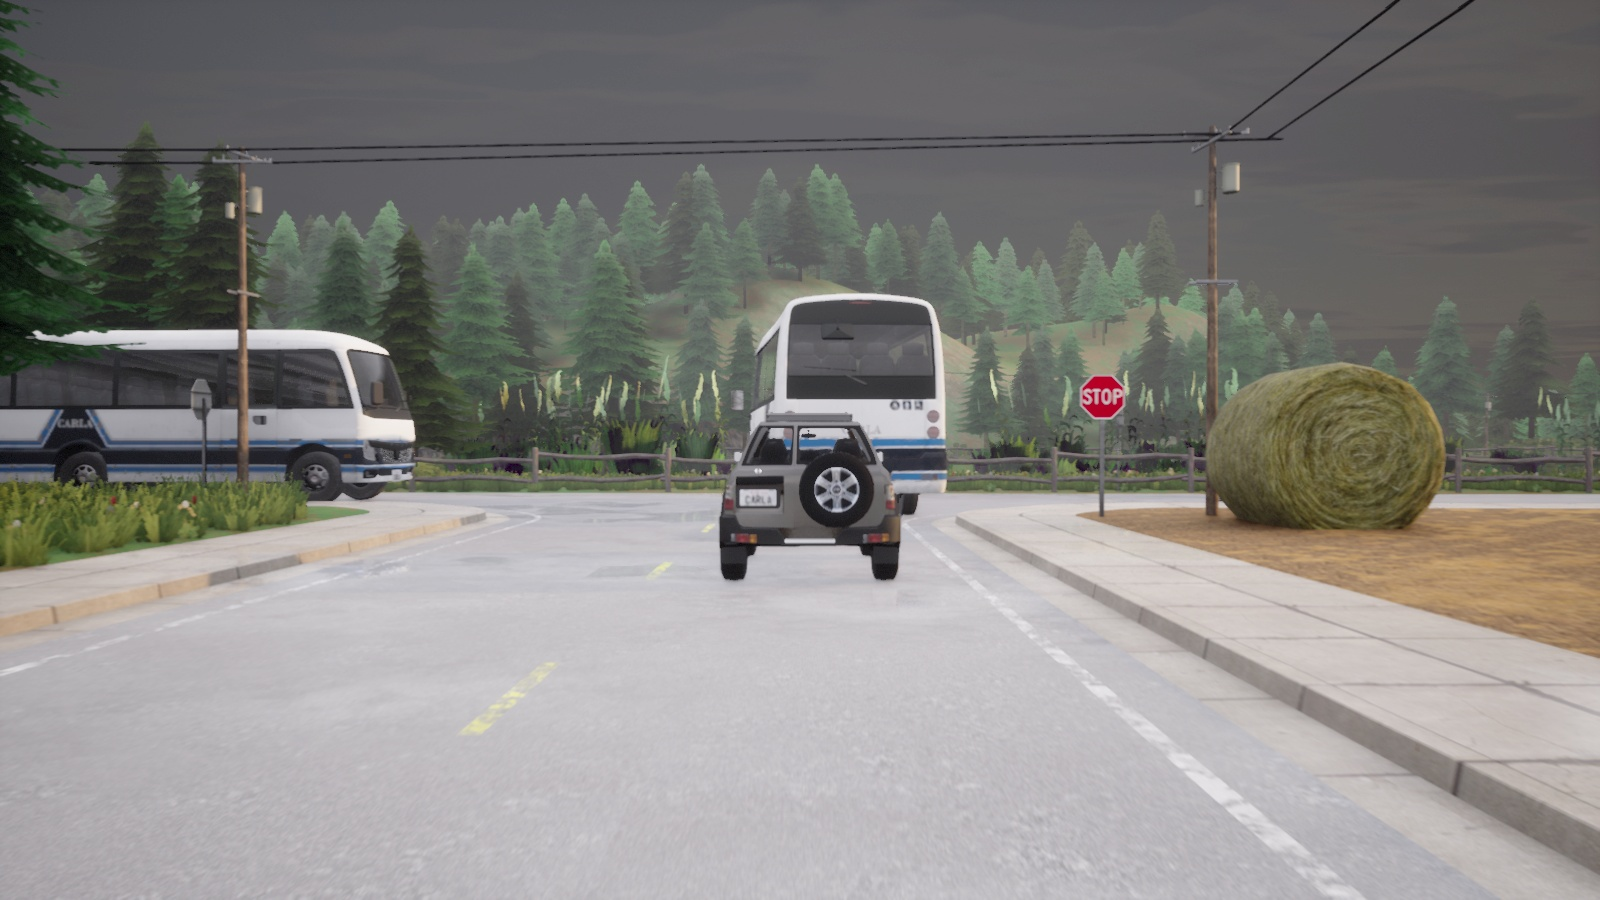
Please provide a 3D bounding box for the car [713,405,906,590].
[{"bbox_3d":[0.102,0.478,14.875,1.932,1.855,4.605,0,0,0],"label":"car"}]

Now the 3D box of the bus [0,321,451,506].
[{"bbox_3d":[-14.351,-0.852,31.111,10.273,4.253,3.944,0,0,3],"label":"bus"}]

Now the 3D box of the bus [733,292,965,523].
[{"bbox_3d":[0.651,-0.802,28.415,3.944,4.253,10.273,0,0,-5],"label":"bus"}]
